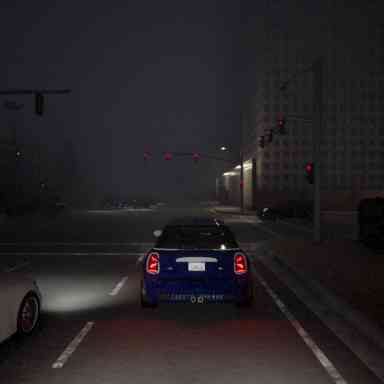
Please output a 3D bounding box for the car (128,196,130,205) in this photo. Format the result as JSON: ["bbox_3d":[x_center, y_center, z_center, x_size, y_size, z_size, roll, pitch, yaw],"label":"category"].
[{"bbox_3d":[-10.455,1.478,53.885,1.882,1.535,5.008,0,0,0],"label":"car"}]

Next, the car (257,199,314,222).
[{"bbox_3d":[7.600,1.407,26.809,4.553,1.767,2.097,0,0,-2],"label":"car"}]

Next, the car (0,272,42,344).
[{"bbox_3d":[-3.430,1.526,3.640,1.812,1.442,4.674,0,0,1],"label":"car"}]

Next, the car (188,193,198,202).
[{"bbox_3d":[0.176,1.531,73.123,2.033,1.411,5.357,0,0,0],"label":"car"}]

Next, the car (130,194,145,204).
[{"bbox_3d":[-10.391,1.352,64.118,2.097,1.767,4.553,0,0,1],"label":"car"}]

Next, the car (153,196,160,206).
[{"bbox_3d":[-6.947,1.505,55.239,1.837,1.490,4.892,0,0,0],"label":"car"}]

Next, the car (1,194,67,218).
[{"bbox_3d":[-14.379,1.249,30.449,5.566,2.045,2.150,0,0,0],"label":"car"}]

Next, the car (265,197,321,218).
[{"bbox_3d":[9.201,1.408,30.602,4.553,1.767,2.097,0,0,3],"label":"car"}]

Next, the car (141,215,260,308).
[{"bbox_3d":[0.102,1.352,8.070,2.097,1.767,4.553,0,0,0],"label":"car"}]

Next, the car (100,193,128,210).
[{"bbox_3d":[-10.484,1.221,44.114,2.150,2.045,5.566,0,0,0],"label":"car"}]

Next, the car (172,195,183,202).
[{"bbox_3d":[-3.323,1.469,73.542,1.882,1.535,5.008,0,0,0],"label":"car"}]

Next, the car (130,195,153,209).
[{"bbox_3d":[-6.973,1.526,46.345,1.812,1.442,4.674,0,0,0],"label":"car"}]

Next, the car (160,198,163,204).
[{"bbox_3d":[-6.885,1.564,65.284,1.994,1.385,4.181,0,0,0],"label":"car"}]

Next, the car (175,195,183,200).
[{"bbox_3d":[-3.298,1.423,83.794,1.895,1.301,4.718,0,0,0],"label":"car"}]
